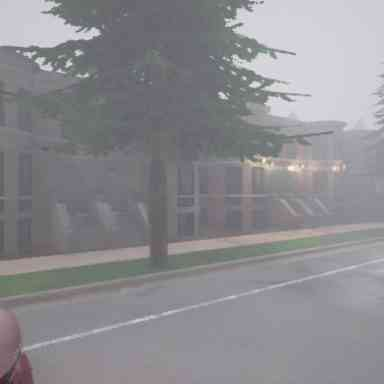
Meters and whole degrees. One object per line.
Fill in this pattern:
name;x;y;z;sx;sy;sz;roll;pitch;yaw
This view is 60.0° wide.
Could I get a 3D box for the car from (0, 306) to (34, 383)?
car;-3.486;1.477;1.503;5.008;1.535;1.882;0;0;-35
